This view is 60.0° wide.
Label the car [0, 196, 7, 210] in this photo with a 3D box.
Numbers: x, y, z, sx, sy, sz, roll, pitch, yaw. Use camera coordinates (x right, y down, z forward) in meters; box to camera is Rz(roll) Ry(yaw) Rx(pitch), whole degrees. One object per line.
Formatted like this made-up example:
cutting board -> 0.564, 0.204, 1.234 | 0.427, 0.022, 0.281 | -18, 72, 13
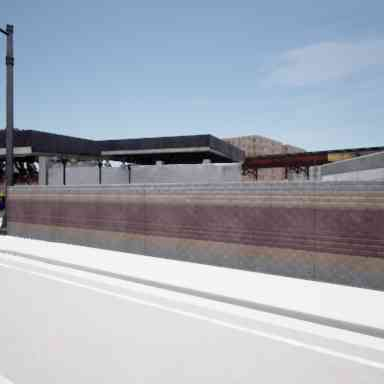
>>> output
car -> -20.626, 1.291, 39.464 | 2.242, 1.667, 4.611 | 0, 0, 37
